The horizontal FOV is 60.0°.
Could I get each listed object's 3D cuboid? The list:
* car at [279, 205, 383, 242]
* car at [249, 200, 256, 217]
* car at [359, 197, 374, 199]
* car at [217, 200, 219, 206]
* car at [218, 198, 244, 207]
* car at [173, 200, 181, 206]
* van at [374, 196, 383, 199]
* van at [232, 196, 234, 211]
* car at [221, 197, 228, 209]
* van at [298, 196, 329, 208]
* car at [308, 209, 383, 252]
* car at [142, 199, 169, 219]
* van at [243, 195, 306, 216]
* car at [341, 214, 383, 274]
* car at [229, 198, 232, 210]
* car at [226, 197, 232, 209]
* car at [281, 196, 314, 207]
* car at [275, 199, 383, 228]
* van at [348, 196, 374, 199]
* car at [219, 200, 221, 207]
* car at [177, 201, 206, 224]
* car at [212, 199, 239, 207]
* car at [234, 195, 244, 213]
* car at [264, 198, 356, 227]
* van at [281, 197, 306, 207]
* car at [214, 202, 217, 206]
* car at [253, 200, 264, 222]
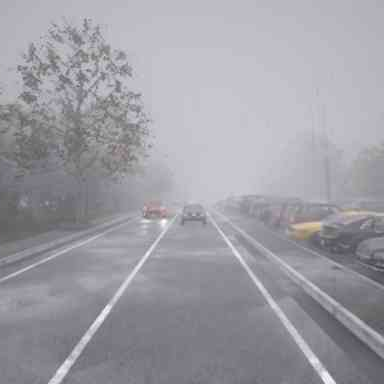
[{"bbox_3d":[6.865,1.516,14.545,5.366,1.575,1.946,0,0,0],"label":"car"},{"bbox_3d":[7.088,1.577,25.649,4.674,1.452,2.002,0,0,0],"label":"car"},{"bbox_3d":[20.196,1.574,33.761,5.008,1.535,2.097,0,-1,0],"label":"car"},{"bbox_3d":[7.211,2.002,56.163,4.792,1.488,2.163,0,-1,0],"label":"car"},{"bbox_3d":[7.230,1.948,61.713,4.553,1.767,2.185,0,-1,0],"label":"car"},{"bbox_3d":[-3.105,2.373,71.927,1.812,1.442,4.674,0,-2,0],"label":"car"},{"bbox_3d":[20.066,1.318,31.144,4.442,1.987,1.878,0,-1,0],"label":"van"},{"bbox_3d":[7.004,1.403,36.738,4.442,1.987,1.878,0,-1,0],"label":"van"},{"bbox_3d":[7.161,1.825,47.837,5.008,1.535,2.097,0,-1,0],"label":"car"},{"bbox_3d":[20.377,1.741,55.922,4.442,1.987,1.878,0,-1,0],"label":"van"},{"bbox_3d":[7.036,1.515,11.769,4.892,1.521,2.231,0,0,0],"label":"car"},{"bbox_3d":[-3.305,1.468,30.668,2.097,1.767,4.553,0,-1,0],"label":"car"},{"bbox_3d":[6.978,1.315,28.426,4.442,1.987,1.878,0,0,0],"label":"van"},{"bbox_3d":[7.040,1.511,8.992,4.892,1.521,2.231,0,0,0],"label":"car"},{"bbox_3d":[7.132,1.718,39.509,4.674,1.452,2.002,0,-1,0],"label":"car"},{"bbox_3d":[7.108,1.756,42.286,4.792,1.488,2.163,0,-1,0],"label":"car"},{"bbox_3d":[20.314,1.871,64.229,5.566,2.045,2.435,0,-1,0],"label":"car"},{"bbox_3d":[7.028,1.397,17.321,4.553,1.767,2.185,0,0,0],"label":"car"},{"bbox_3d":[20.083,1.398,36.535,4.442,1.987,1.878,0,-1,0],"label":"van"},{"bbox_3d":[7.175,1.964,53.388,4.674,1.452,2.002,0,-1,0],"label":"car"},{"bbox_3d":[0.126,1.619,25.302,2.033,1.411,5.357,0,0,0],"label":"car"},{"bbox_3d":[7.039,2.265,70.027,5.366,1.575,1.946,0,-1,0],"label":"car"},{"bbox_3d":[7.131,1.294,31.202,5.566,2.045,2.435,0,0,0],"label":"car"},{"bbox_3d":[7.037,1.402,20.097,4.553,1.767,2.185,0,0,0],"label":"car"},{"bbox_3d":[20.413,1.964,67.119,4.442,1.987,1.878,0,-1,0],"label":"van"},{"bbox_3d":[7.162,1.771,58.944,5.566,2.045,2.435,0,-1,0],"label":"car"},{"bbox_3d":[7.071,1.532,22.873,5.008,1.535,2.097,0,0,0],"label":"car"}]
